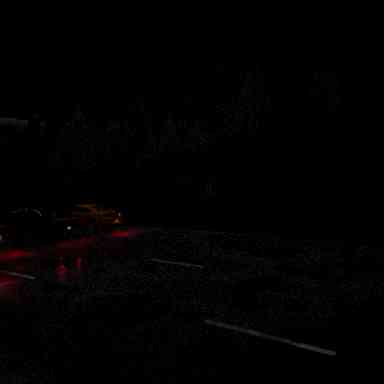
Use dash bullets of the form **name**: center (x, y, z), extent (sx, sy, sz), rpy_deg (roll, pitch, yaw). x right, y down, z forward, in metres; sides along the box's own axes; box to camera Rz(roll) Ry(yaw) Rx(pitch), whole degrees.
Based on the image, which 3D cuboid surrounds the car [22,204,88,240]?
- **car**: center (-8.044, 1.495, 16.902), extent (4.902, 1.511, 2.128), rpy_deg (0, 0, 25)

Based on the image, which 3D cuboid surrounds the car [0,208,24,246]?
- **car**: center (-9.546, 1.516, 13.740), extent (4.892, 1.490, 1.837), rpy_deg (0, 0, 25)

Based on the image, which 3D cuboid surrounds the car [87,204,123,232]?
- **car**: center (-6.543, 1.485, 20.063), extent (5.008, 1.535, 1.882), rpy_deg (0, 0, 25)
